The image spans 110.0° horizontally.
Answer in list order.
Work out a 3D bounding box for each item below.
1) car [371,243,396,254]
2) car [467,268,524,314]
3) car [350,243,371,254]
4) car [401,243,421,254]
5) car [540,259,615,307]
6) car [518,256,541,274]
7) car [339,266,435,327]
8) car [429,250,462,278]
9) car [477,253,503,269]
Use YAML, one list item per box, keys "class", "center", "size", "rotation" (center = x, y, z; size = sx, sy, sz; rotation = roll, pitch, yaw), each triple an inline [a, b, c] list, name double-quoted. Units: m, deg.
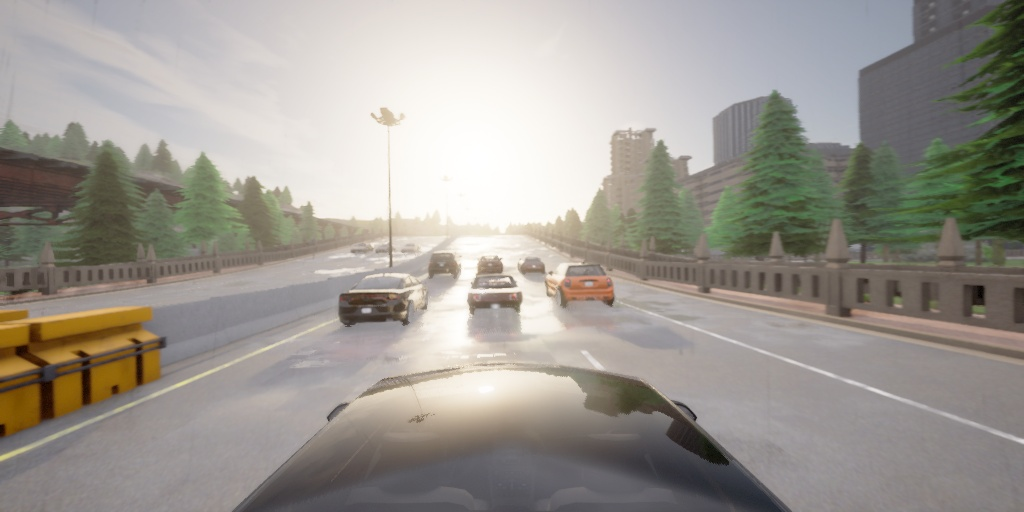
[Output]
- class: "car"
  center: [-17.458, -1.041, 49.583]
  size: [1.994, 1.385, 4.181]
  rotation: [-1, 7, -4]
- class: "car"
  center: [-0.692, 1.366, 14.075]
  size: [1.895, 1.301, 4.718]
  rotation: [-1, 0, -4]
- class: "car"
  center: [-21.043, -1.153, 50.741]
  size: [2.033, 1.411, 5.357]
  rotation: [-1, 7, -4]
- class: "car"
  center: [-13.968, -1.117, 49.778]
  size: [2.033, 1.411, 5.357]
  rotation: [-1, 7, -4]
- class: "car"
  center: [2.720, 1.043, 15.413]
  size: [2.097, 1.767, 4.553]
  rotation: [-1, 0, -4]
- class: "car"
  center: [1.624, 0.662, 30.692]
  size: [1.994, 1.385, 4.181]
  rotation: [-1, 4, -4]
- class: "car"
  center: [-4.079, 1.312, 12.163]
  size: [1.882, 1.535, 5.008]
  rotation: [-1, 0, -3]
- class: "car"
  center: [-5.258, 0.554, 28.629]
  size: [2.150, 2.045, 5.566]
  rotation: [-1, 4, -4]
- class: "car"
  center: [-1.829, 0.554, 29.811]
  size: [2.097, 1.767, 4.553]
  rotation: [-1, 4, -4]
